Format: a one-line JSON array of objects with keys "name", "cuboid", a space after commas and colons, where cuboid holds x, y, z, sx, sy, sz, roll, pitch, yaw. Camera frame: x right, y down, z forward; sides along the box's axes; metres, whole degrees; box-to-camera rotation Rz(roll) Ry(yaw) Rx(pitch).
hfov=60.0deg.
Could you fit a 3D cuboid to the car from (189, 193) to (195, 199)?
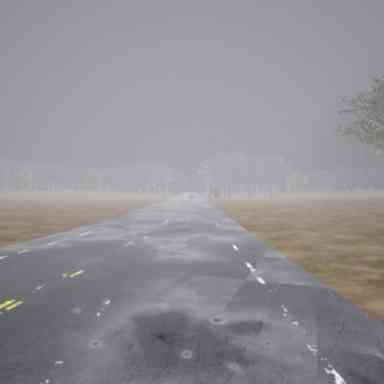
[{"name": "car", "cuboid": [-0.011, 1.393, 92.444, 1.895, 1.301, 4.718, 0, 0, 0]}]
